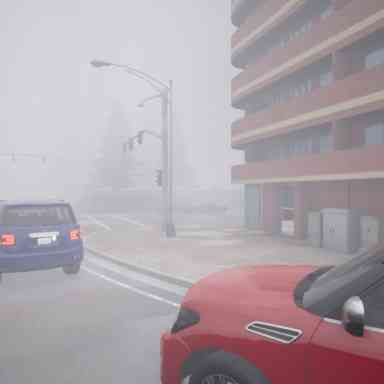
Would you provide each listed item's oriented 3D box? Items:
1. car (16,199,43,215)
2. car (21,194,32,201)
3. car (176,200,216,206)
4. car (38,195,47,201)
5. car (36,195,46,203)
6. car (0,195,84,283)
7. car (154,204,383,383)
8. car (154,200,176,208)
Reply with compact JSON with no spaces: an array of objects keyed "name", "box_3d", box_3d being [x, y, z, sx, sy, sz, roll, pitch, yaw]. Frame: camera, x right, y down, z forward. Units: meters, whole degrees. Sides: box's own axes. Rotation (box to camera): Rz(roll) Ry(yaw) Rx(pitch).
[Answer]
[{"name":"car","box_3d":[-18.029,1.569,36.763,2.033,1.411,5.357,0,1,-33]},{"name":"car","box_3d":[-40.312,1.355,81.153,2.097,1.767,4.553,0,0,-23]},{"name":"car","box_3d":[1.142,1.656,34.270,4.718,1.301,1.895,0,0,-22]},{"name":"car","box_3d":[-37.098,1.540,82.537,2.033,1.411,5.357,0,0,-23]},{"name":"car","box_3d":[-31.979,1.478,70.421,1.882,1.535,5.008,0,0,-23]},{"name":"car","box_3d":[-4.965,1.221,9.841,2.150,2.045,5.566,0,0,-36]},{"name":"car","box_3d":[2.322,1.221,2.472,5.566,2.045,2.150,0,0,36]},{"name":"car","box_3d":[-1.931,1.581,36.766,4.674,1.442,1.812,0,0,-23]}]
